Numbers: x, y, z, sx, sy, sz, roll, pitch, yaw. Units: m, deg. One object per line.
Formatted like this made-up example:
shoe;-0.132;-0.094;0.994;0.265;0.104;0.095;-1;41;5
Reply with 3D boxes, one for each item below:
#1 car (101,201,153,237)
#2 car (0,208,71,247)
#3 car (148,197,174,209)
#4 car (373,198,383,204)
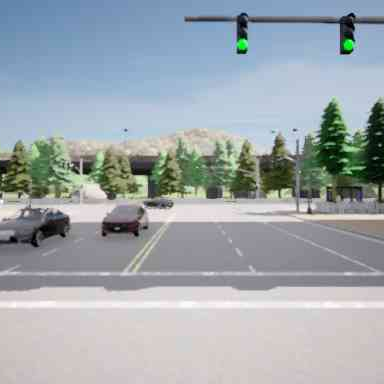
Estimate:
car;-3.551;1.465;18.351;1.882;1.535;5.008;0;0;0
car;-7.071;1.481;15.028;2.128;1.511;4.902;0;0;0
car;-4.478;1.436;43.890;2.128;1.511;4.902;0;0;-44
car;25.441;1.407;42.013;4.902;1.511;2.128;0;0;0
